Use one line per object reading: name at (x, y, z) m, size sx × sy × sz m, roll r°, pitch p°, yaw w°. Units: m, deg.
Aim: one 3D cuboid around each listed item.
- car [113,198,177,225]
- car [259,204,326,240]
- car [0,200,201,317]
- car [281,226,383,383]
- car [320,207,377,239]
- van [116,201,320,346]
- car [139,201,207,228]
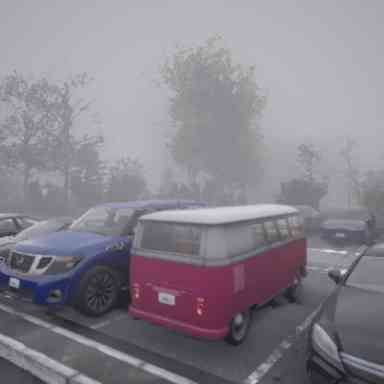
car at (-3.398, 1.343, 24.886) m, size 2.185 × 1.767 × 4.553 m, roll 0°, pitch 0°, yaw 36°
car at (5.689, 1.517, 18.389) m, size 2.163 × 1.488 × 4.792 m, roll 0°, pitch 0°, yaw 36°
car at (-1.487, 1.237, 8.061) m, size 2.435 × 2.045 × 5.566 m, roll 0°, pitch 0°, yaw 36°
car at (3.128, 1.537, 4.800) m, size 2.002 × 1.452 × 4.674 m, roll 0°, pitch 0°, yaw 36°
car at (7.986, 1.522, 16.747) m, size 2.163 × 1.488 × 4.792 m, roll 0°, pitch 0°, yaw 36°
van at (0.896, 1.267, 6.536) m, size 1.878 × 1.987 × 4.442 m, roll 0°, pitch 0°, yaw 36°
car at (-1.187, 1.473, 23.337) m, size 2.097 × 1.535 × 5.008 m, roll 0°, pitch 0°, yaw 36°
